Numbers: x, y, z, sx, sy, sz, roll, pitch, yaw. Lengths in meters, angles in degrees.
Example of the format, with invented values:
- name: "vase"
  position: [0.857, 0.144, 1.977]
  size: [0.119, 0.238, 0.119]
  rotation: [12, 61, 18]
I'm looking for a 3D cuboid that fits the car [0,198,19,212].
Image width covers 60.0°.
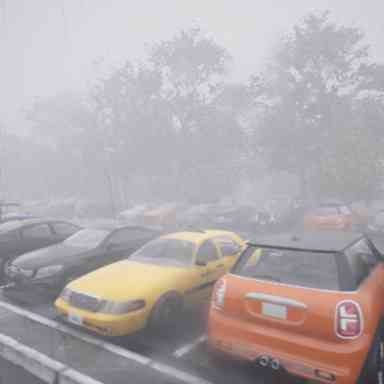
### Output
- name: "car"
  position: [-24.184, 1.608, 40.735]
  size: [2.097, 1.535, 5.008]
  rotation: [1, 0, 36]

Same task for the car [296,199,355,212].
- name: "car"
  position: [7.555, 1.410, 17.851]
  size: [2.185, 1.767, 4.553]
  rotation: [0, 0, 36]

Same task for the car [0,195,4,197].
- name: "car"
  position: [-21.906, 1.376, 39.124]
  size: [2.435, 2.045, 5.566]
  rotation: [0, 0, 36]

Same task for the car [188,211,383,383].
- name: "car"
  position: [2.195, 1.398, 5.594]
  size: [2.185, 1.767, 4.553]
  rotation: [0, 0, 36]

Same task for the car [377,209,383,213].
- name: "car"
  position: [9.836, 1.563, 16.252]
  size: [2.002, 1.452, 4.674]
  rotation: [0, 0, 36]

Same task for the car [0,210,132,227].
- name: "car"
  position: [-4.567, 1.559, 10.492]
  size: [2.097, 1.535, 5.008]
  rotation: [0, 0, 36]

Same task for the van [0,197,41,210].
- name: "van"
  position: [-9.015, 1.355, 13.842]
  size: [1.878, 1.987, 4.442]
  rotation: [0, 0, 36]

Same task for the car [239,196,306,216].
- name: "car"
  position: [5.296, 1.296, 19.480]
  size: [2.435, 2.045, 5.566]
  rotation: [0, 0, 36]

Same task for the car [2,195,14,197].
- name: "car"
  position: [-17.375, 1.517, 35.867]
  size: [2.185, 1.767, 4.553]
  rotation: [0, 0, 36]

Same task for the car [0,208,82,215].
- name: "car"
  position: [-6.820, 1.570, 12.126]
  size: [2.097, 1.535, 5.008]
  rotation: [0, 0, 36]

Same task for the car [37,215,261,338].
- name: "car"
  position: [-0.154, 1.533, 7.094]
  size: [1.946, 1.575, 5.366]
  rotation: [0, 0, 36]

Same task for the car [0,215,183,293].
- name: "car"
  position: [-2.303, 1.589, 8.872]
  size: [2.002, 1.452, 4.674]
  rotation: [0, 0, 36]

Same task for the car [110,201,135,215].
- name: "car"
  position: [-3.728, 1.630, 26.011]
  size: [2.002, 1.452, 4.674]
  rotation: [0, 0, 36]

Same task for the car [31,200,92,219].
- name: "car"
  position: [-12.663, 1.625, 32.666]
  size: [1.946, 1.575, 5.366]
  rotation: [0, 0, 36]

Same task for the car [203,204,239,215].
- name: "car"
  position: [3.068, 1.588, 21.154]
  size: [2.163, 1.488, 4.792]
  rotation: [0, 0, 36]

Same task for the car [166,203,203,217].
- name: "car"
  position: [0.796, 1.570, 22.761]
  size: [2.231, 1.521, 4.892]
  rotation: [0, 0, 36]

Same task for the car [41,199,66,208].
- name: "car"
  position: [-10.528, 1.368, 30.867]
  size: [2.435, 2.045, 5.566]
  rotation: [0, 0, 36]

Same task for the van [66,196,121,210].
- name: "van"
  position: [-8.319, 1.384, 29.168]
  size: [1.878, 1.987, 4.442]
  rotation: [0, 0, 36]

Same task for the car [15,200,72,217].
- name: "car"
  position: [-15.135, 1.638, 34.210]
  size: [2.097, 1.535, 5.008]
  rotation: [0, 0, 36]

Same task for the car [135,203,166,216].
- name: "car"
  position: [-1.465, 1.580, 24.387]
  size: [2.097, 1.535, 5.008]
  rotation: [0, 0, 36]
